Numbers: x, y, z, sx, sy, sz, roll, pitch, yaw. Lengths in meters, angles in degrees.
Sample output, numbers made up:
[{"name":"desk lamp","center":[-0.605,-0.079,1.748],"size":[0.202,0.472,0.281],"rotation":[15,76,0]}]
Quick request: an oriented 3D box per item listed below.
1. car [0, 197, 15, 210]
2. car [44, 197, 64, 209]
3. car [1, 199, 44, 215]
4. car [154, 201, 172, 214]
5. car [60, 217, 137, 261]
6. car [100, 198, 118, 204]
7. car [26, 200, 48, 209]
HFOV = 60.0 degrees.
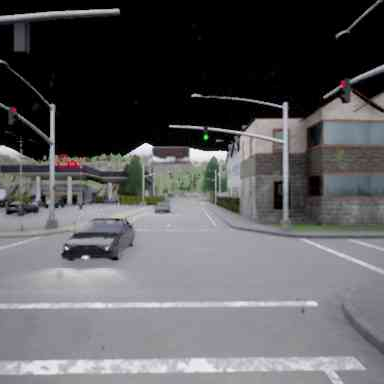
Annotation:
[{"name":"car","center":[-25.894,1.712,47.318],"size":[1.932,1.855,4.605],"rotation":[0,-1,0]},{"name":"car","center":[-22.629,1.762,55.195],"size":[1.905,1.878,3.866],"rotation":[0,-1,0]},{"name":"car","center":[-18.925,1.824,37.325],"size":[2.007,1.523,4.514],"rotation":[0,-1,0]},{"name":"car","center":[-3.503,1.919,40.384],"size":[1.837,1.490,4.892],"rotation":[0,1,0]},{"name":"car","center":[-3.503,1.772,13.610],"size":[2.033,1.411,5.357],"rotation":[0,0,0]},{"name":"car","center":[-22.177,2.468,89.192],"size":[4.611,1.667,2.242],"rotation":[0,-1,0]},{"name":"car","center":[-25.956,2.051,55.794],"size":[1.970,1.475,3.806],"rotation":[0,-1,0]}]
